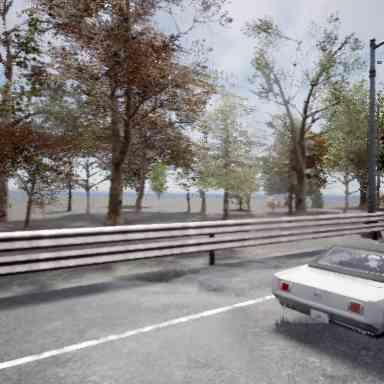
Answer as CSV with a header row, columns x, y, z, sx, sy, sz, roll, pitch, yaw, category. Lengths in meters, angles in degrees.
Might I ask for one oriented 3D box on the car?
x,y,z,sx,sy,sz,roll,pitch,yaw,category
3.801,1.652,6.418,4.718,1.301,1.895,1,0,-35,car
